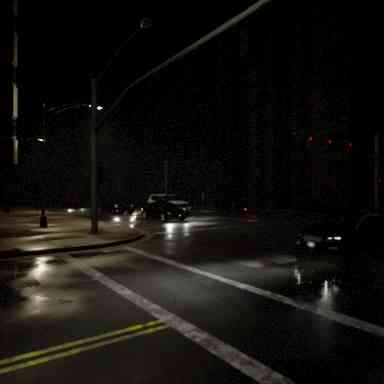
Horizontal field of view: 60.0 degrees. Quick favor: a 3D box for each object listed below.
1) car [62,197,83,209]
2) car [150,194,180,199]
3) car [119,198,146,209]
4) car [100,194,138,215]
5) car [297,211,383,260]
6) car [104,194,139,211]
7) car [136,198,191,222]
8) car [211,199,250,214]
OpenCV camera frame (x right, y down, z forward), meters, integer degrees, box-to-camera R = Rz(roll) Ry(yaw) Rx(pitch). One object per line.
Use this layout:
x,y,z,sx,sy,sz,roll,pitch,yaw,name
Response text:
-16.733,1.480,46.436,1.882,1.535,5.008,0,0,-36,car
-2.346,1.224,32.516,2.150,2.045,5.566,0,0,-36,car
-8.463,1.529,47.127,1.812,1.442,4.674,0,0,-36,car
-7.667,1.354,33.874,2.097,1.767,4.553,0,0,-36,car
5.984,1.493,12.569,4.902,1.511,2.128,0,0,-36,car
-8.861,1.226,41.476,2.150,2.045,5.566,0,0,-36,car
-2.339,1.506,26.559,1.837,1.490,4.892,0,0,-36,car
4.049,1.507,35.877,1.837,1.490,4.892,0,0,-36,car
